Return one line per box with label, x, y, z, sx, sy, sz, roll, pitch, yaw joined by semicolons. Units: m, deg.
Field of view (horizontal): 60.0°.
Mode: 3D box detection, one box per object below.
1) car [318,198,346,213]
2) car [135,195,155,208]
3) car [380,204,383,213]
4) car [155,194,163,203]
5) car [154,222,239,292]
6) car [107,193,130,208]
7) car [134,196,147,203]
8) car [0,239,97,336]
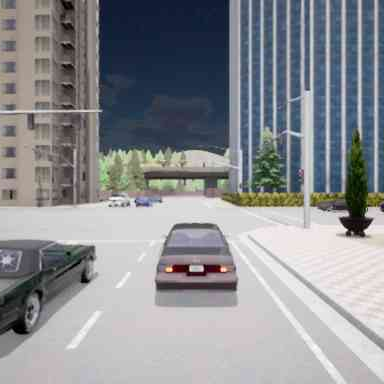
car;16.365;1.461;36.565;4.892;1.490;1.837;0;0;0
car;-6.986;1.421;48.432;1.882;1.535;5.008;0;0;0
car;21.419;1.438;33.106;5.008;1.535;1.882;0;0;0
car;-6.903;1.275;65.072;2.097;1.767;4.553;0;0;1
car;0.093;1.537;8.997;2.033;1.411;5.357;0;0;0
car;-10.631;1.164;48.705;2.150;2.045;5.566;0;0;3
car;-10.365;1.522;67.441;1.895;1.301;4.718;0;0;0
car;-3.425;1.593;6.659;1.895;1.301;4.718;0;0;1
